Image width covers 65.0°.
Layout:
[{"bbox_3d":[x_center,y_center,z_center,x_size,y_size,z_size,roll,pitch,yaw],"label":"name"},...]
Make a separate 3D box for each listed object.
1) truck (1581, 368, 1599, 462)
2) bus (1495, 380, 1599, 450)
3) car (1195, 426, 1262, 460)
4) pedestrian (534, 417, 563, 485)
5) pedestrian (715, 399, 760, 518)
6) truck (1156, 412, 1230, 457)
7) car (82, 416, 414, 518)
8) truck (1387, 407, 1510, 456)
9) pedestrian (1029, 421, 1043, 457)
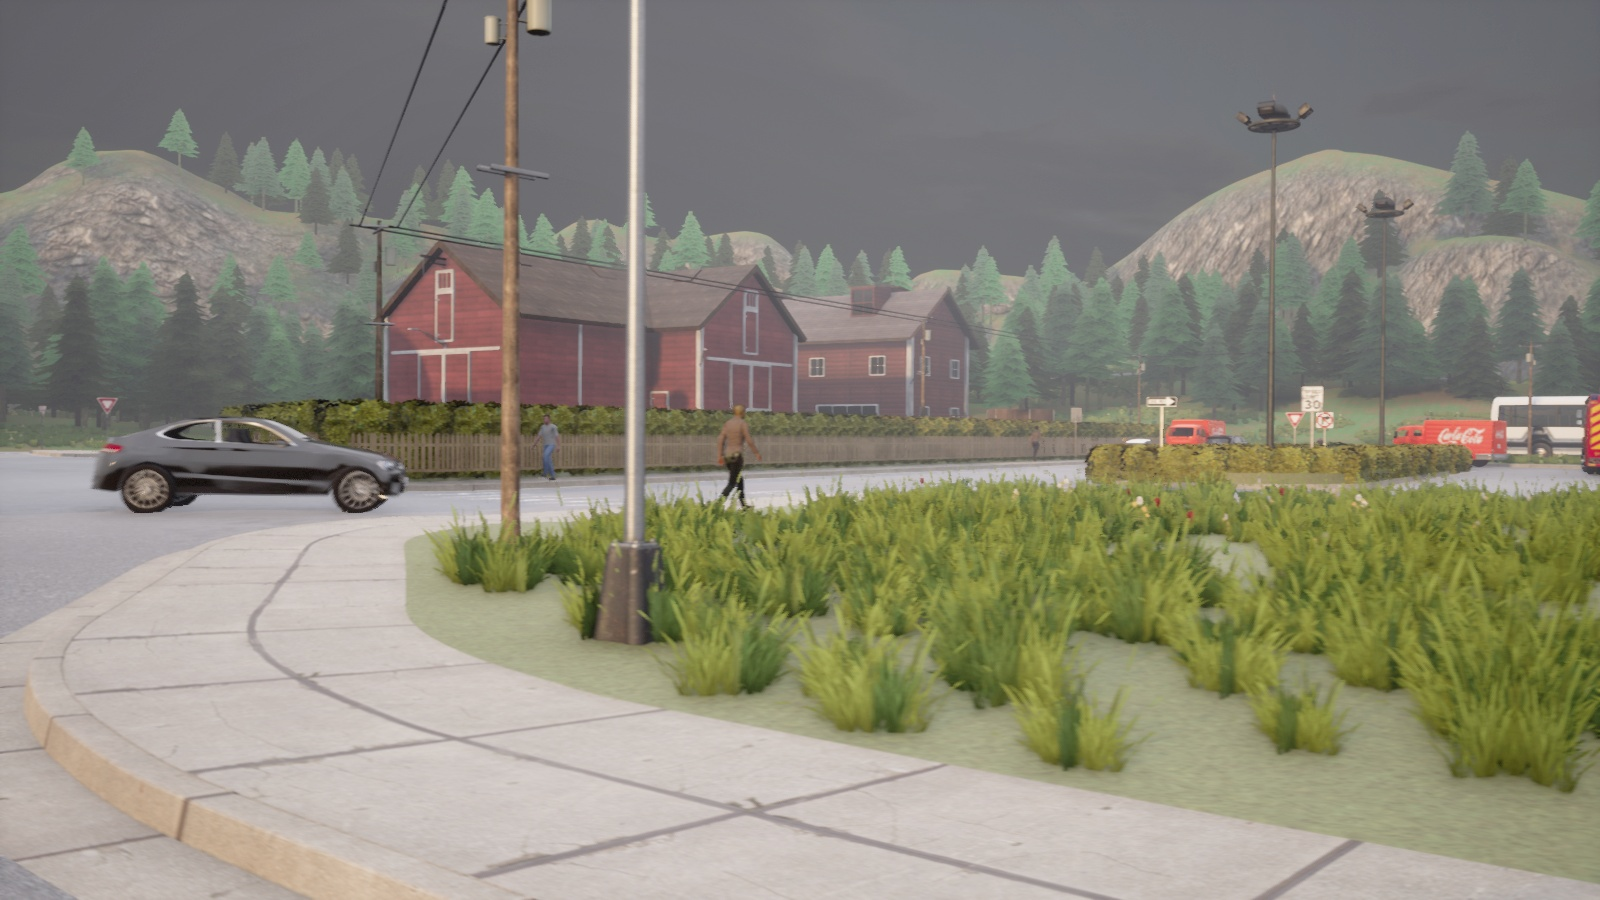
[{"bbox_3d":[35.651,-1.504,54.388,2.891,3.827,8.468,0,1,31],"label":"truck"},{"bbox_3d":[49.896,-2.184,79.245,10.273,4.253,3.944,0,1,34],"label":"bus"},{"bbox_3d":[22.202,-0.402,64.948,2.033,1.649,4.856,0,1,34],"label":"car"},{"bbox_3d":[-6.813,0.021,34.038,0.354,1.836,0.706,0,1,29],"label":"pedestrian"},{"bbox_3d":[-0.983,0.129,19.812,0.331,1.846,0.634,0,1,44],"label":"pedestrian"},{"bbox_3d":[22.463,-0.909,71.590,2.627,2.467,5.204,0,1,34],"label":"truck"},{"bbox_3d":[-9.485,0.258,22.062,5.027,1.651,2.152,0,0,-14],"label":"car"},{"bbox_3d":[34.183,-0.964,66.299,2.627,2.467,5.204,-1,1,-43],"label":"truck"},{"bbox_3d":[11.812,-0.543,62.840,0.328,1.805,0.869,0,1,33],"label":"pedestrian"}]
